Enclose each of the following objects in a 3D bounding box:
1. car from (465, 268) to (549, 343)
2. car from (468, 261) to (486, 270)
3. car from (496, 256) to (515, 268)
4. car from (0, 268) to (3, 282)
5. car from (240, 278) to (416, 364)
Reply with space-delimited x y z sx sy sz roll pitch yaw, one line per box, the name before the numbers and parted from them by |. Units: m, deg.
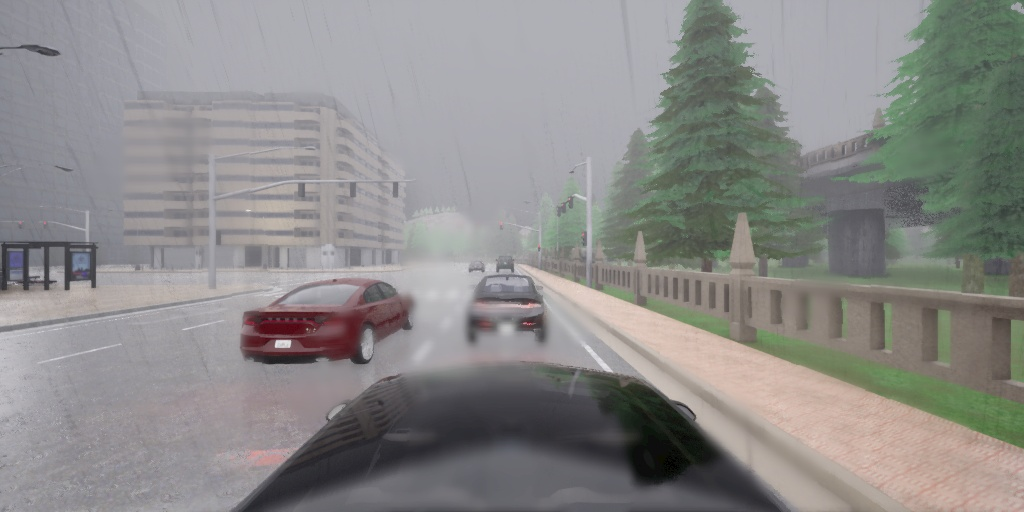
car | -0.128 1.242 9.656 2.128 1.511 4.902 0 0 -1
car | -4.368 1.298 44.882 2.033 1.411 5.357 0 0 -1
car | -0.861 0.971 45.085 2.150 2.045 5.566 0 0 -1
car | -42.392 1.158 27.930 4.553 1.767 2.097 0 0 -2
car | -3.596 1.228 8.095 1.882 1.535 5.008 0 0 0
